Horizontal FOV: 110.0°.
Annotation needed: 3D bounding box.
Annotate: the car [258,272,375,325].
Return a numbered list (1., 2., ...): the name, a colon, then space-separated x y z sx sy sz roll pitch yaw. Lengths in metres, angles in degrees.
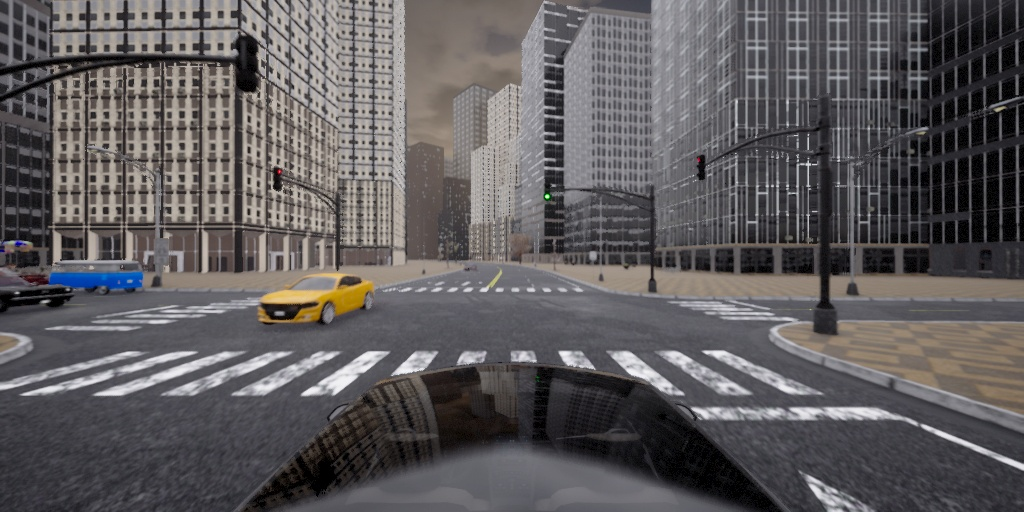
1. car: -6.500 1.345 12.535 1.882 1.535 5.008 0 0 0

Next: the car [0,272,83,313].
1. car: -19.804 1.403 13.589 4.718 1.301 1.895 0 0 1

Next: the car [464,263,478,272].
1. car: -6.535 1.820 57.489 1.994 1.385 4.181 0 0 -1

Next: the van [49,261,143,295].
1. van: -22.661 1.147 19.566 3.998 1.789 1.690 0 0 1

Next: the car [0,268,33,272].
1. car: -28.200 1.327 19.610 4.507 1.381 1.888 0 0 1
